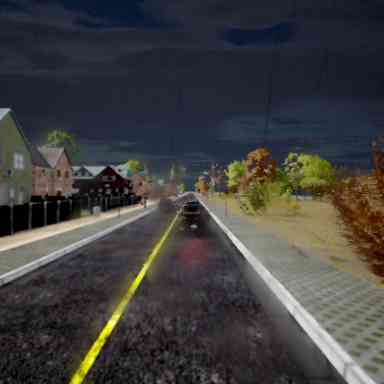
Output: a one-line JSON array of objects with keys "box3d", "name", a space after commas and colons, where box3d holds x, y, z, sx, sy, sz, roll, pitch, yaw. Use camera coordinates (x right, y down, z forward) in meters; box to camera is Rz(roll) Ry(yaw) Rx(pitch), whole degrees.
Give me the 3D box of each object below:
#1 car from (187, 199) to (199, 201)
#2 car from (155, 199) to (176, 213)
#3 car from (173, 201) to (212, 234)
[{"box3d": [0.115, 1.491, 37.969, 2.128, 1.511, 4.902, 0, 0, 0], "name": "car"}, {"box3d": [-2.826, 1.505, 36.375, 1.837, 1.490, 4.892, 0, 0, 0], "name": "car"}, {"box3d": [0.108, 1.504, 19.260, 1.837, 1.490, 4.892, 0, 0, 0], "name": "car"}]
